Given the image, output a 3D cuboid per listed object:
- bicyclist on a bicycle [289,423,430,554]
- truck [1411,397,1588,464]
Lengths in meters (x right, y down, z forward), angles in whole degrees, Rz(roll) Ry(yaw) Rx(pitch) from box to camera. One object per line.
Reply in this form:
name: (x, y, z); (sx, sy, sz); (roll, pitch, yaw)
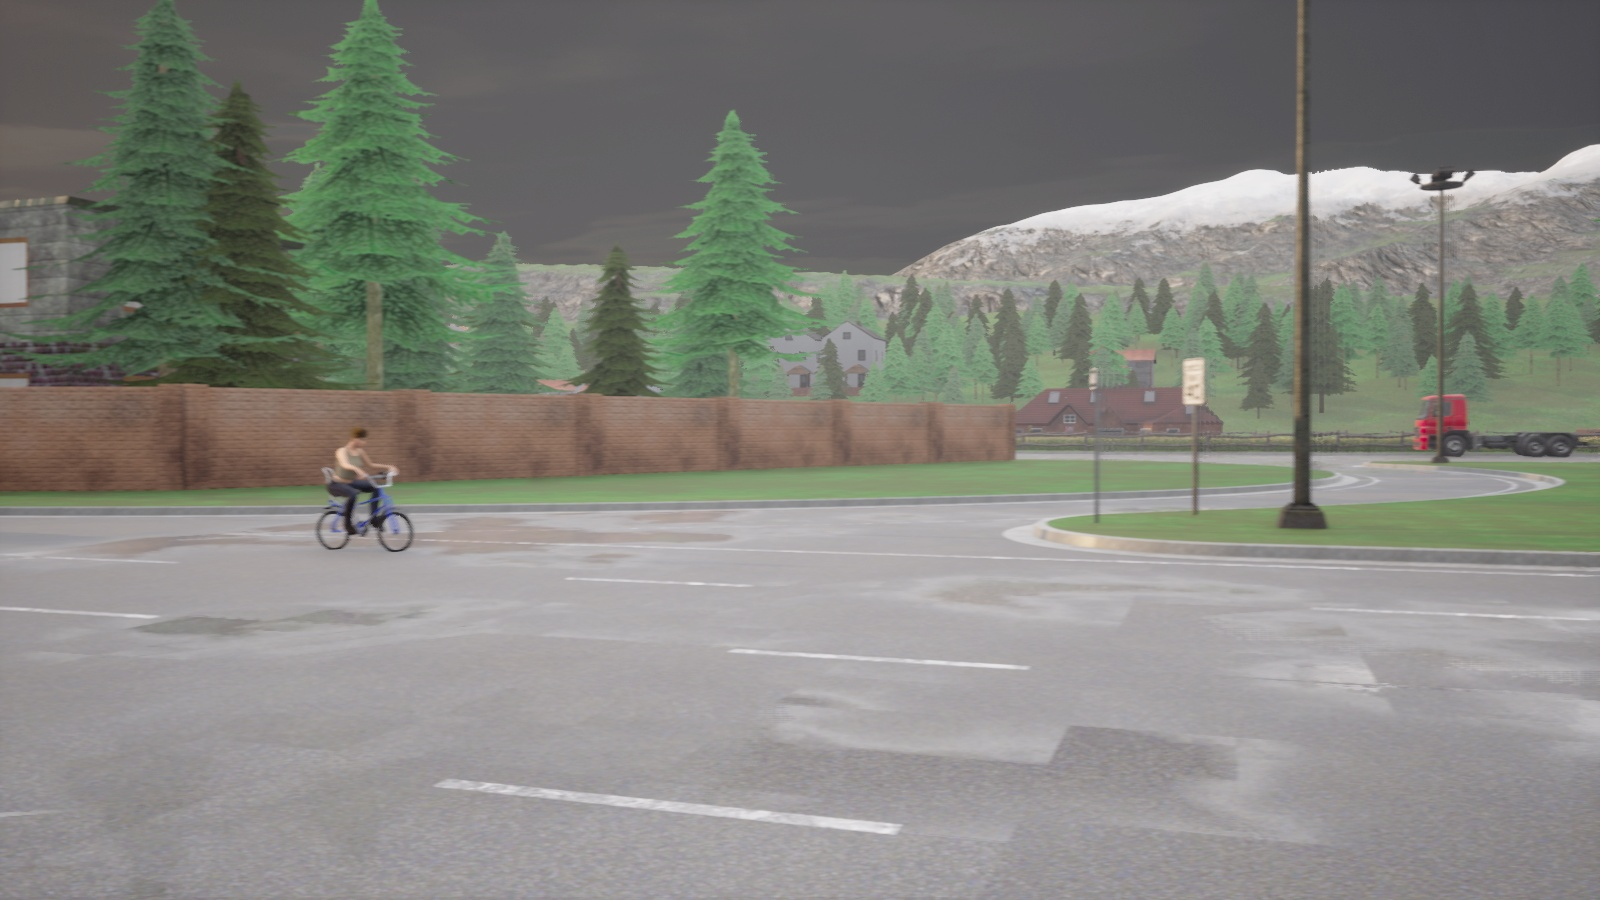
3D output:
bicyclist on a bicycle: (-5.665, 0.463, 16.180); (1.509, 1.612, 0.866); (1, 1, 19)
truck: (37.512, -1.075, 67.682); (7.936, 3.462, 2.891); (1, 1, 19)
